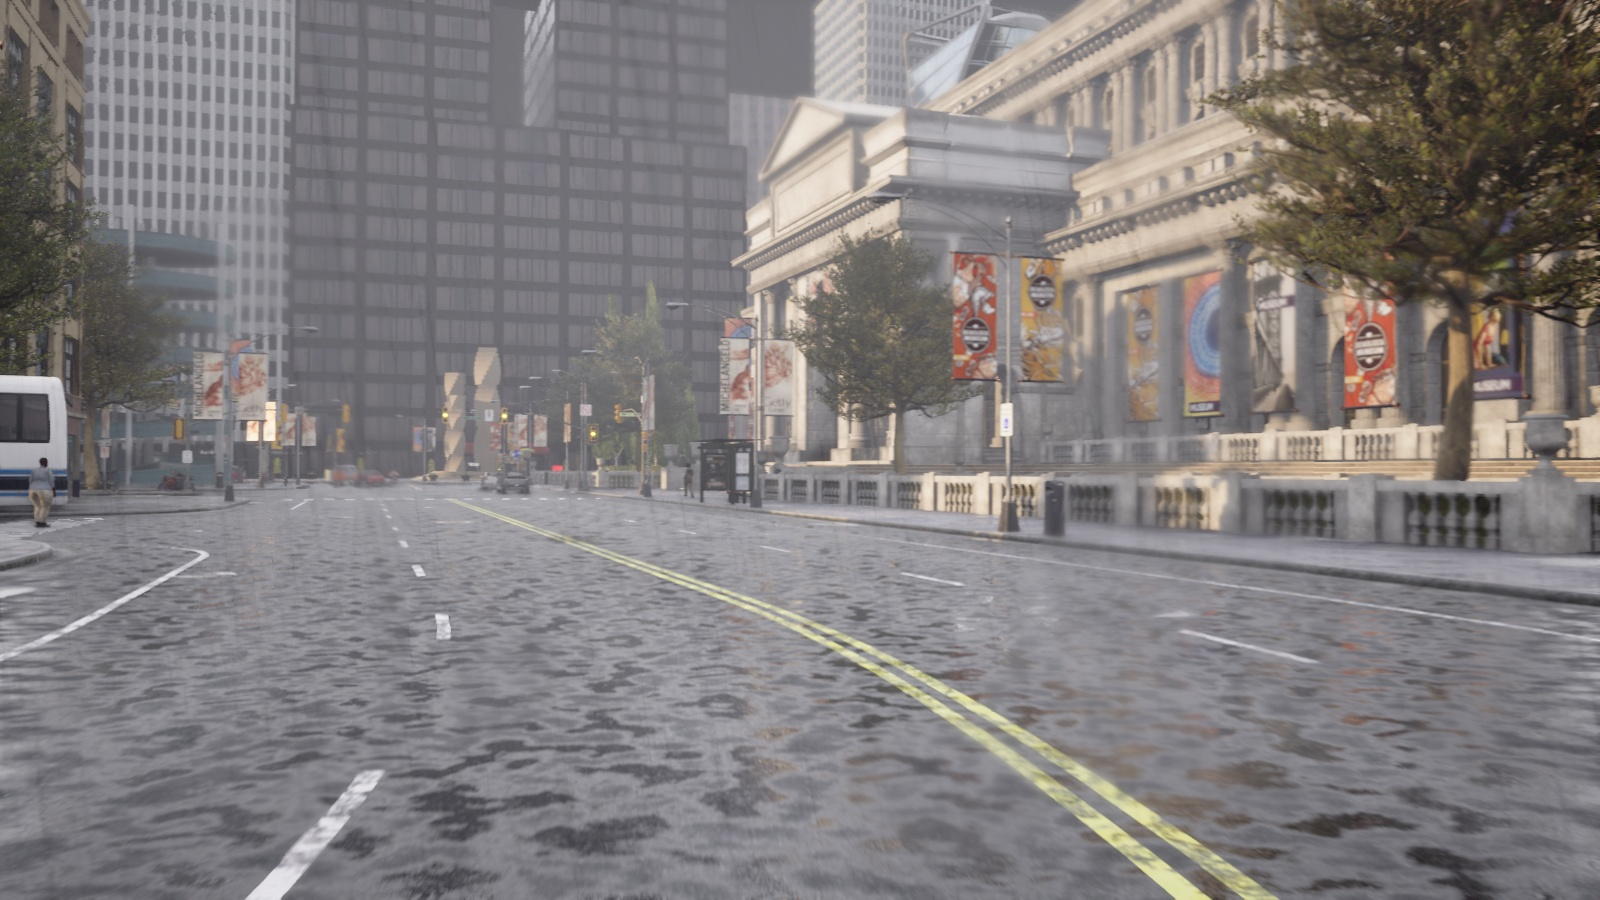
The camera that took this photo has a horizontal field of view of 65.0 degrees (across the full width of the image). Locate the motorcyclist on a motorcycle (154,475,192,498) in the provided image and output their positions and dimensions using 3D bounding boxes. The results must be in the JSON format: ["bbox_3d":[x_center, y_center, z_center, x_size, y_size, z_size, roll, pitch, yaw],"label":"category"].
[{"bbox_3d":[-42.203,2.471,84.542,2.191,1.530,0.866,0,-1,-18],"label":"motorcyclist on a motorcycle"}]

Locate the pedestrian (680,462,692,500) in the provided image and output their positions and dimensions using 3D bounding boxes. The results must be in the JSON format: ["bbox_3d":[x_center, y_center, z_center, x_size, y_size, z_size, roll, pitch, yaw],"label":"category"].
[{"bbox_3d":[-5.885,1.588,64.990,0.396,1.930,0.692,0,-1,-27],"label":"pedestrian"}]

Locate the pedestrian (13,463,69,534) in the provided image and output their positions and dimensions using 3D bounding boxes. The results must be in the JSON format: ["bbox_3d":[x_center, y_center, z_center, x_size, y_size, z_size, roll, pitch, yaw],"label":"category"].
[{"bbox_3d":[-19.982,1.273,33.064,0.874,1.855,0.900,0,-1,7],"label":"pedestrian"}]

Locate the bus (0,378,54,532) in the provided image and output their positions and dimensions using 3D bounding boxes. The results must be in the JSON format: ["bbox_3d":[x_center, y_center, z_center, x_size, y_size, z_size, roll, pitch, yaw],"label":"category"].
[{"bbox_3d":[-26.410,0.143,34.390,10.273,4.253,3.944,0,-1,-31],"label":"bus"}]

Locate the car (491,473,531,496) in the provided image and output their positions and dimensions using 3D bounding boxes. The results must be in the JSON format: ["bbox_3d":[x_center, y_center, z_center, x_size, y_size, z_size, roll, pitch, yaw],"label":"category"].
[{"bbox_3d":[-19.734,2.302,85.695,2.128,1.511,4.902,0,-1,-19],"label":"car"}]
